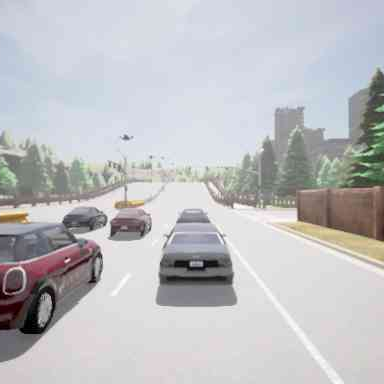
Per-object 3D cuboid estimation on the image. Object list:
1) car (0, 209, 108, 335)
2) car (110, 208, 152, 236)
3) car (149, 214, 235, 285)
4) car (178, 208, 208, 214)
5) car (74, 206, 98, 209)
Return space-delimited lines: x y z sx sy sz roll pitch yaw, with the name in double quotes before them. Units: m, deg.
"car" -3.409 1.399 6.976 2.097 1.767 4.553 0 0 0
"car" -3.426 1.655 19.147 1.812 1.442 4.674 0 0 0
"car" 0.090 1.613 9.683 2.033 1.411 5.357 0 0 0
"car" 0.079 1.703 20.574 1.994 1.385 4.181 0 0 0
"car" -6.919 1.673 21.839 1.812 1.442 4.674 0 0 0
